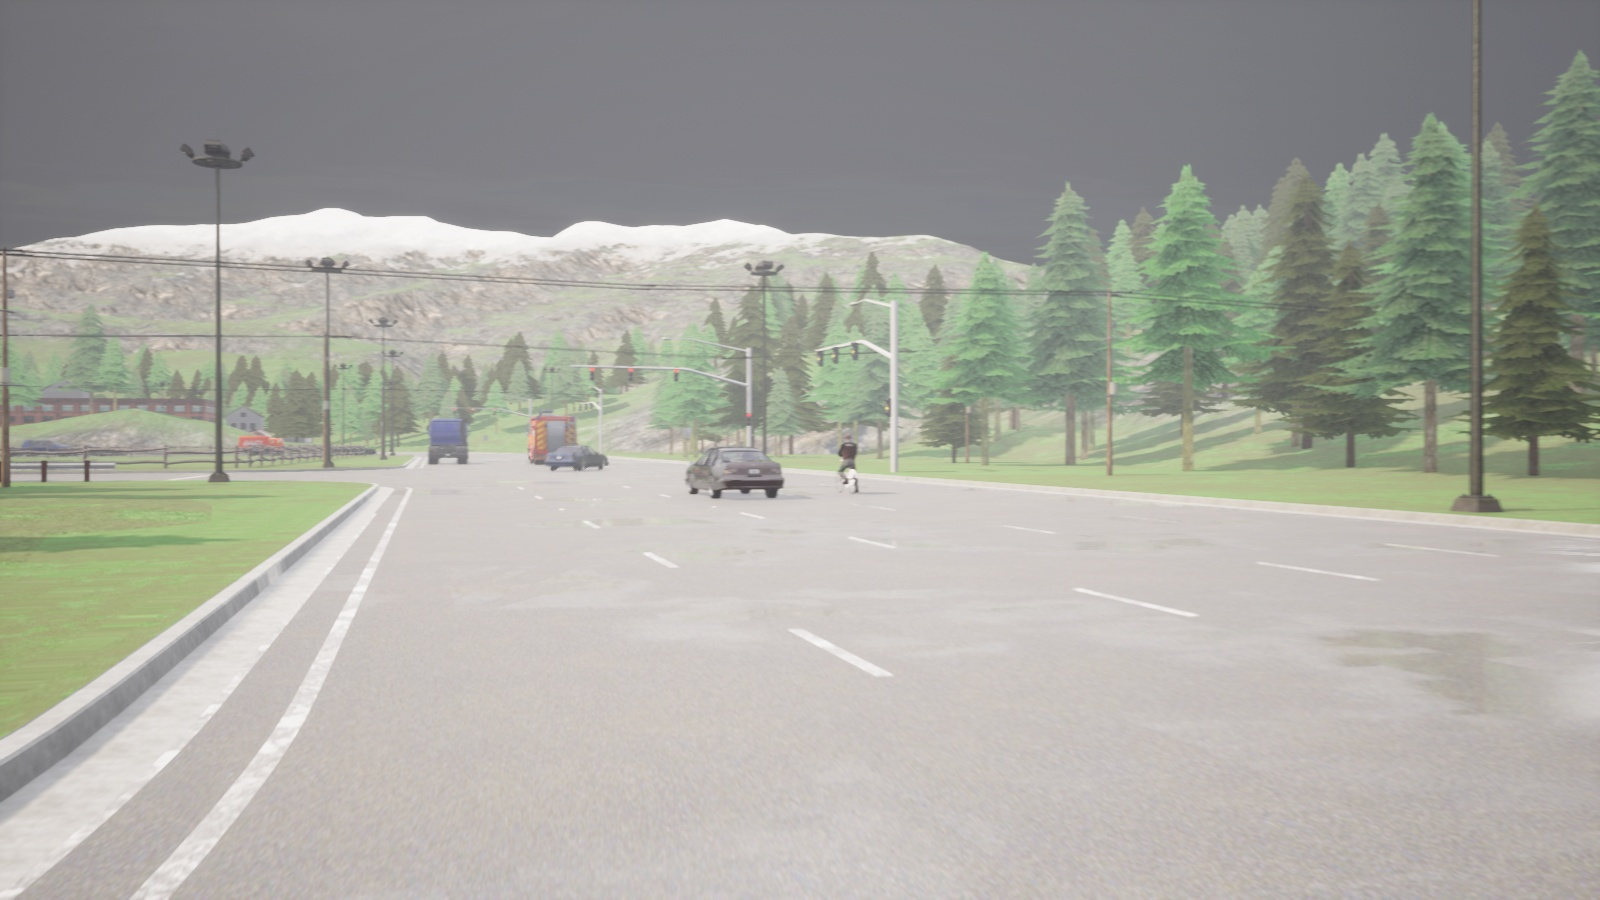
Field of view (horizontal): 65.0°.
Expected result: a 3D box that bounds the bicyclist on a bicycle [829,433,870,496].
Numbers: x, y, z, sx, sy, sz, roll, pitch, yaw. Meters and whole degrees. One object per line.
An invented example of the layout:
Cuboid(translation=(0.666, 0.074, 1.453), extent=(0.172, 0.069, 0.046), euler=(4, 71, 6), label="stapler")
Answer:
Cuboid(translation=(1.421, 0.410, 36.500), extent=(0.659, 1.776, 1.843), euler=(0, 1, -16), label="bicyclist on a bicycle")

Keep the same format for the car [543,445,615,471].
Cuboid(translation=(-12.048, 0.410, 68.942), extent=(2.033, 1.411, 5.357), euler=(0, 0, 12), label="car")

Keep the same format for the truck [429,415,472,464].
Cuboid(translation=(-25.978, -0.753, 93.548), extent=(2.891, 3.462, 7.936), euler=(0, 0, -15), label="truck")

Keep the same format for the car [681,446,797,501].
Cuboid(translation=(-1.810, 0.597, 35.078), extent=(2.033, 1.411, 5.357), euler=(0, 0, -16), label="car")

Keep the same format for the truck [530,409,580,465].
Cuboid(translation=(-17.569, -0.917, 89.654), extent=(2.891, 3.827, 8.468), euler=(0, 0, -15), label="truck")
